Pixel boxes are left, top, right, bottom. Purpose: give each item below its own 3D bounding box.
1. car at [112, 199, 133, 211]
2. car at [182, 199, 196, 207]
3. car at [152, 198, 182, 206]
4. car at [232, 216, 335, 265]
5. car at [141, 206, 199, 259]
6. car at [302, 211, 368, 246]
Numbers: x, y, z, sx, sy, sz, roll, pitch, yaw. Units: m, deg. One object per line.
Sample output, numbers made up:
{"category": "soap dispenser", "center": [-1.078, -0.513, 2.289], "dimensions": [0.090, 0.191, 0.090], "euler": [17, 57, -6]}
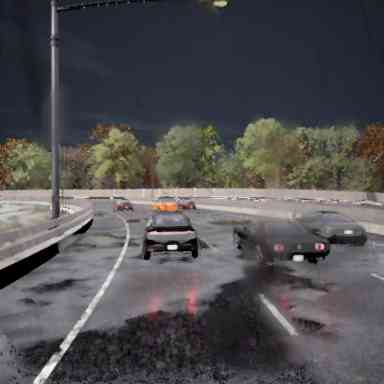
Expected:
{"category": "car", "center": [-8.591, 1.601, 41.118], "dimensions": [1.812, 1.442, 4.674], "euler": [0, 0, -23]}
{"category": "car", "center": [-0.953, 1.551, 40.917], "dimensions": [1.812, 1.442, 4.674], "euler": [0, 0, -22]}
{"category": "car", "center": [-3.035, 1.388, 36.450], "dimensions": [2.097, 1.767, 4.553], "euler": [0, 0, -19]}
{"category": "car", "center": [2.774, 1.588, 11.617], "dimensions": [1.895, 1.301, 4.718], "euler": [0, 0, -6]}
{"category": "car", "center": [-0.907, 1.505, 12.744], "dimensions": [2.128, 1.511, 4.902], "euler": [0, 0, -7]}
{"category": "car", "center": [5.836, 1.534, 14.936], "dimensions": [1.994, 1.385, 4.181], "euler": [0, 0, -8]}
